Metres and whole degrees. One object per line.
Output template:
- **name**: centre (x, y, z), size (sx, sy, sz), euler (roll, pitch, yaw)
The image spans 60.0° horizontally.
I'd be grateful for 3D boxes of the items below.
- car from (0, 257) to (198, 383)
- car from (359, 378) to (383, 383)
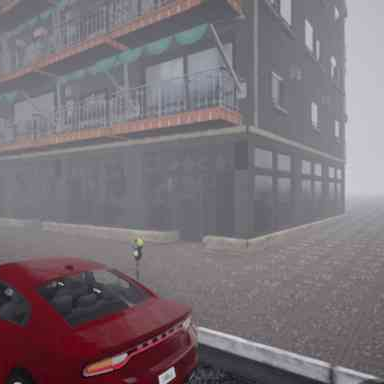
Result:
- **car**: centre (-2.042, 1.541, 4.326), size (4.507, 1.381, 1.887), euler (0, 0, 35)
- **car**: centre (2.551, 1.567, 1.059), size (4.313, 1.339, 1.947), euler (0, 0, 35)
